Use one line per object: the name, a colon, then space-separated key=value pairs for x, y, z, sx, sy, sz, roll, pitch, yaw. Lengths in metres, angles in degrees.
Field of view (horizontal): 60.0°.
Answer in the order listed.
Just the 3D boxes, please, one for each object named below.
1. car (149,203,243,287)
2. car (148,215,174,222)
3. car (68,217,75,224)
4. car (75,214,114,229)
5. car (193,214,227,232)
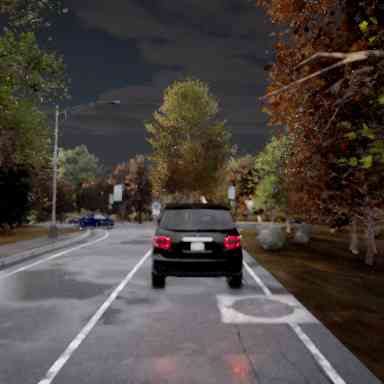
car: x=0.113 y=1.341 z=9.790 sx=2.150 sy=2.045 sz=5.566 roll=0 pitch=-2 yaw=0
car: x=-6.320 y=5.385 z=67.764 sx=4.902 sy=1.511 sz=2.128 roll=2 pitch=-5 yaw=-11
car: x=-18.869 y=4.674 z=56.084 sx=1.812 sy=1.442 sz=4.674 roll=-2 pitch=-5 yaw=18
car: x=-10.189 y=3.091 z=35.632 sx=1.882 sy=1.535 sz=5.008 roll=4 pitch=-6 yaw=-44
car: x=1.695 y=2.647 z=28.802 sx=2.033 sy=1.411 sz=5.357 roll=-1 pitch=-4 yaw=13
